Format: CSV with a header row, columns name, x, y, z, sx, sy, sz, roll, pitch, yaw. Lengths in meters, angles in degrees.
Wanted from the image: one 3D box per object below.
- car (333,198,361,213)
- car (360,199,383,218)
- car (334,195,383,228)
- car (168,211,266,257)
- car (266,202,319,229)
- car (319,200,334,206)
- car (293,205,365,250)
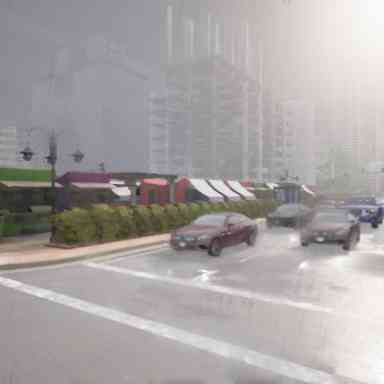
name,x,y,z,sx,sy,sz,roll,pitch,yaw
car,17.657,1.500,37.826,2.128,1.511,4.902,0,0,34
car,17.132,1.497,30.849,2.128,1.511,4.902,0,0,34
car,11.484,1.226,22.517,2.150,2.045,5.566,0,0,34
car,1.045,1.532,13.324,1.812,1.442,4.674,0,0,36
car,6.276,1.484,21.062,1.882,1.535,5.008,0,0,34
car,11.831,1.499,29.267,2.128,1.511,4.902,0,0,34
car,6.162,1.529,14.606,1.812,1.442,4.674,0,0,34
